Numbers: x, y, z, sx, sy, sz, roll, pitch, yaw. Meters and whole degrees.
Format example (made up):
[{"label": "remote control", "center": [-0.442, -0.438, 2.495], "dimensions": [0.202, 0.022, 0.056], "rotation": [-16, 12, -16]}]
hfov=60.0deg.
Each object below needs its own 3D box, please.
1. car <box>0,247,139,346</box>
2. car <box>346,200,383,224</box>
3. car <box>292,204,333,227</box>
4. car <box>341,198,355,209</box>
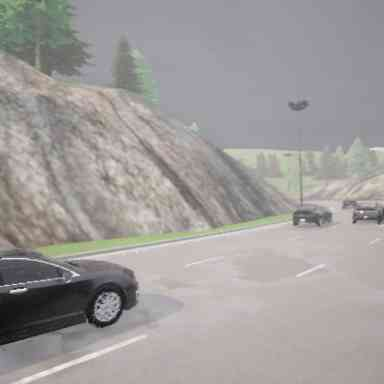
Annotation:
[{"label": "car", "center": [-3.188, 1.686, 5.517], "dimensions": [4.892, 1.490, 1.837], "rotation": [-1, -1, -43]}, {"label": "car", "center": [13.218, 1.514, 24.615], "dimensions": [2.128, 1.511, 4.902], "rotation": [-2, -1, 36]}, {"label": "car", "center": [8.859, 1.640, 24.233], "dimensions": [1.837, 1.490, 4.892], "rotation": [-1, -1, 37]}, {"label": "car", "center": [22.777, 1.622, 48.246], "dimensions": [1.837, 1.490, 4.892], "rotation": [0, -1, 20]}]
